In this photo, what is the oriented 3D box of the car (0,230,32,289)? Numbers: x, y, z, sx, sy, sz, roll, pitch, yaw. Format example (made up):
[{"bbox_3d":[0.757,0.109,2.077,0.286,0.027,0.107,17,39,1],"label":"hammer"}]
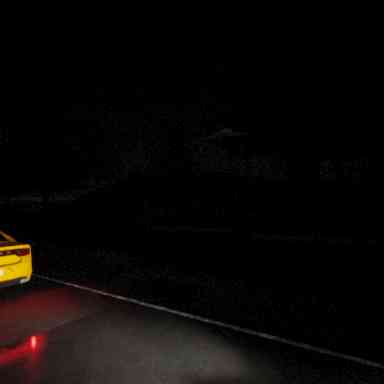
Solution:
[{"bbox_3d":[-5.888,1.468,8.038,5.008,1.535,1.882,0,0,35],"label":"car"}]
